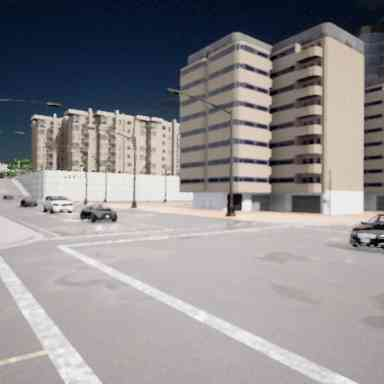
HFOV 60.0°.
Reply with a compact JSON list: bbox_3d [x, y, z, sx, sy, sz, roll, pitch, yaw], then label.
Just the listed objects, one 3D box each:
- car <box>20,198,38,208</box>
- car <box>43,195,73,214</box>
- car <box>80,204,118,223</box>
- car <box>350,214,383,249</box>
[{"bbox_3d":[-25.191,1.645,51.434,1.882,1.535,5.008,1,-1,-35],"label":"car"},{"bbox_3d":[-15.124,1.373,37.433,2.150,2.045,5.566,1,-1,-36],"label":"car"},{"bbox_3d":[-7.611,1.703,27.048,1.994,1.385,4.181,1,-1,-36],"label":"car"},{"bbox_3d":[8.926,1.724,14.818,4.902,1.511,2.128,1,-1,-37],"label":"car"}]
